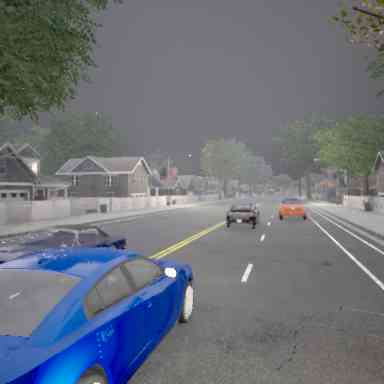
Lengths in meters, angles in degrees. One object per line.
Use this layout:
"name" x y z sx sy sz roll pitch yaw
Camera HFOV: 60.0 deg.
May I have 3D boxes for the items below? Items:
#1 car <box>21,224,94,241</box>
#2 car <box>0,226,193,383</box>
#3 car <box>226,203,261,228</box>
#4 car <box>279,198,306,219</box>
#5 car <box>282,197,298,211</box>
"car" -3.651 1.599 9.044 1.895 1.301 4.718 0 0 16
"car" -1.378 1.476 4.384 1.882 1.535 5.008 0 0 15
"car" 3.470 1.489 22.071 2.128 1.511 4.902 0 0 15
"car" 8.695 1.347 28.863 2.097 1.767 4.553 0 0 15
"car" 12.137 1.476 41.400 1.882 1.535 5.008 0 0 15
